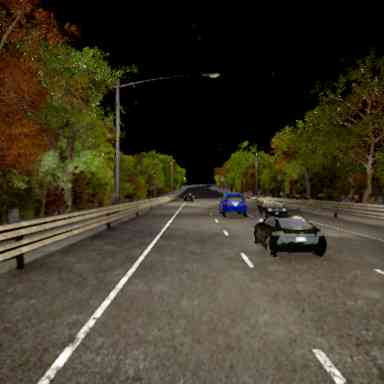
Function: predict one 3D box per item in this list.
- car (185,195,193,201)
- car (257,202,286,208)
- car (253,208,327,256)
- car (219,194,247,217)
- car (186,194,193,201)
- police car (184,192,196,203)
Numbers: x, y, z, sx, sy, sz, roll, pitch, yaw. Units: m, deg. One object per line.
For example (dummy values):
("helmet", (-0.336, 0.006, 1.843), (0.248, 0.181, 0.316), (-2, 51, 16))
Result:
("car", (-0.645, 1.365, 76.974), (1.837, 1.490, 4.892), (0, 0, 0))
("car", (7.256, 1.555, 30.639), (1.895, 1.301, 4.718), (0, 0, 0))
("car", (3.659, 1.545, 13.110), (1.994, 1.385, 4.181), (0, 0, 0))
("car", (3.760, 1.170, 31.161), (2.150, 2.045, 5.566), (0, 0, 0))
("car", (-0.612, 1.304, 83.166), (1.801, 1.575, 5.366), (0, 0, 0))
("police car", (-0.698, 1.302, 67.082), (1.930, 1.638, 5.238), (0, 0, 0))
